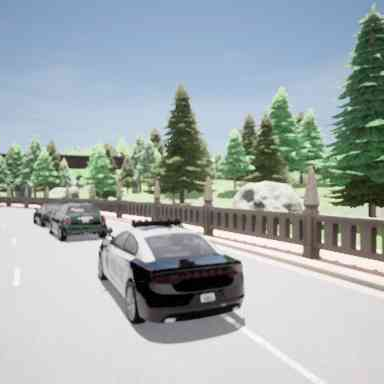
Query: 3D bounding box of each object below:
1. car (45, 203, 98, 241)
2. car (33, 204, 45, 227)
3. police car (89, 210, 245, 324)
[{"bbox_3d":[-5.943,1.337,17.008,2.097,1.767,4.553,0,0,-31],"label":"car"},{"bbox_3d":[-9.498,1.509,22.582,1.812,1.442,4.674,0,0,-34],"label":"car"},{"bbox_3d":[-0.855,1.418,7.452,1.930,1.638,5.238,0,0,-25],"label":"police car"}]
